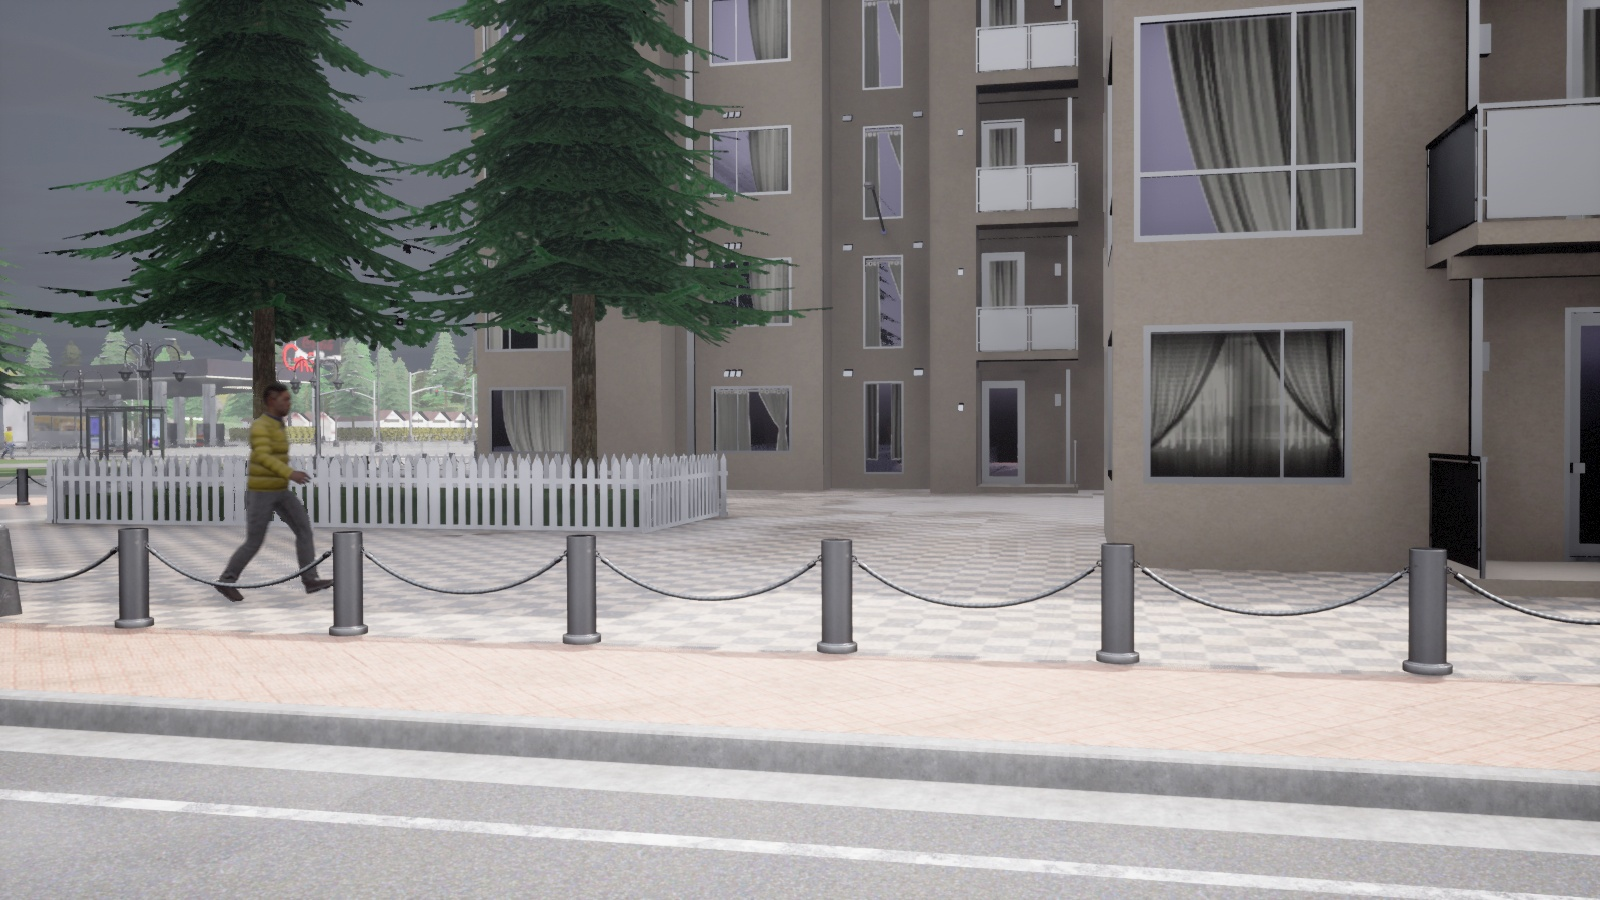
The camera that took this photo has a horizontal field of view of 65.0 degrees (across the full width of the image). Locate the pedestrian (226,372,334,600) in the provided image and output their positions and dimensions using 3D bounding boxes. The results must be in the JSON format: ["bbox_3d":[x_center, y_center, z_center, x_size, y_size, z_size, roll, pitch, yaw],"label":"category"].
[{"bbox_3d":[-4.312,0.288,10.430,0.709,1.840,0.431,0,1,10],"label":"pedestrian"}]

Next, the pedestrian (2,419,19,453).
[{"bbox_3d":[-42.697,-0.766,67.911,0.706,1.836,0.354,0,1,10],"label":"pedestrian"}]
